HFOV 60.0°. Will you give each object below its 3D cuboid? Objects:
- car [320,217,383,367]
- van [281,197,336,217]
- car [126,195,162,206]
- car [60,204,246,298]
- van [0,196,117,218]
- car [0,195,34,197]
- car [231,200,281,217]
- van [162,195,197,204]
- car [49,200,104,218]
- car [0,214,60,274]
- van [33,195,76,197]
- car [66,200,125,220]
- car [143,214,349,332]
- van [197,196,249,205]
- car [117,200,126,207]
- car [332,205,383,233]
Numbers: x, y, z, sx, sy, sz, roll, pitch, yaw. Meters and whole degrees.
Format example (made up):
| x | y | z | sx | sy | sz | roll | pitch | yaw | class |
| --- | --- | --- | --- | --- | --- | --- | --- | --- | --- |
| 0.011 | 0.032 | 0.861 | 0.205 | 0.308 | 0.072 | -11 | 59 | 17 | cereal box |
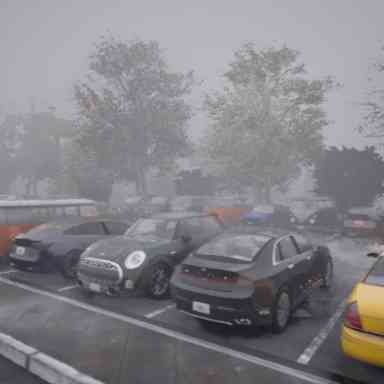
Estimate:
| x | y | z | sx | sy | sz | roll | pitch | yaw | class |
| --- | --- | --- | --- | --- | --- | --- | --- | --- | --- |
| 3.904 | 1.481 | 5.542 | 1.946 | 1.575 | 5.366 | 0 | 0 | 36 | car |
| 6.938 | 1.255 | 19.113 | 1.878 | 1.987 | 4.442 | 0 | 0 | 35 | van |
| -2.019 | 1.264 | 25.663 | 2.435 | 2.045 | 5.566 | 0 | 0 | 36 | car |
| -0.688 | 1.359 | 8.659 | 2.185 | 1.767 | 4.553 | 0 | 0 | 36 | car |
| -5.142 | 1.276 | 11.972 | 1.878 | 1.987 | 4.442 | 0 | 0 | 36 | van |
| -20.104 | 1.340 | 38.688 | 2.435 | 2.045 | 5.566 | 0 | 0 | 36 | car |
| 4.744 | 1.487 | 20.833 | 2.097 | 1.535 | 5.008 | 0 | 0 | 36 | car |
| 0.177 | 1.280 | 23.973 | 1.878 | 1.987 | 4.442 | 0 | 0 | 36 | van |
| -11.093 | 1.594 | 32.237 | 2.002 | 1.452 | 4.674 | 0 | 0 | 36 | car |
| -2.939 | 1.521 | 10.278 | 2.163 | 1.488 | 4.792 | 0 | 0 | 36 | car |
| -13.276 | 1.337 | 33.949 | 1.878 | 1.987 | 4.442 | 0 | 0 | 36 | van |
| -8.749 | 1.544 | 30.539 | 2.097 | 1.535 | 5.008 | 0 | 0 | 36 | car |
| 1.546 | 1.483 | 7.004 | 2.231 | 1.521 | 4.892 | 0 | 0 | 36 | car |
| 2.561 | 1.271 | 22.543 | 1.878 | 1.987 | 4.442 | 0 | 0 | 36 | van |
| -4.266 | 1.274 | 27.282 | 2.435 | 2.045 | 5.566 | 0 | 0 | 36 | car |
| 9.252 | 1.507 | 17.616 | 2.163 | 1.488 | 4.792 | 0 | 0 | 36 | car |
